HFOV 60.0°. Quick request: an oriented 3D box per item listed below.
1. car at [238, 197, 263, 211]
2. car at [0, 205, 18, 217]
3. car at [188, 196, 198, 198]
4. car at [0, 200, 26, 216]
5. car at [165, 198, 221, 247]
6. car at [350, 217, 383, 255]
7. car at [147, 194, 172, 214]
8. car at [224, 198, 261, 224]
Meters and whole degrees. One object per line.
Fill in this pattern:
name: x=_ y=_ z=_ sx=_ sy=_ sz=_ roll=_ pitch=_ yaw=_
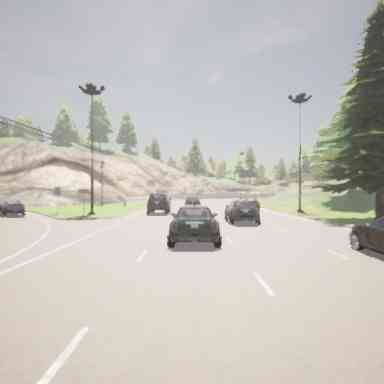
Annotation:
car: x=7.096 y=1.466 z=40.943 sx=2.128 sy=1.511 sz=4.902 roll=0 pitch=0 yaw=0
car: x=-3.399 y=1.220 z=1.599 sx=2.150 sy=2.045 sz=5.566 roll=0 pitch=0 yaw=0
car: x=0.097 y=1.324 z=44.480 sx=2.097 sy=1.767 sz=4.553 roll=0 pitch=0 yaw=0
car: x=-17.192 y=1.471 z=31.570 sx=2.128 sy=1.511 sz=4.902 roll=0 pitch=0 yaw=-38
car: x=0.100 y=1.342 z=15.015 sx=2.097 sy=1.767 sz=4.553 roll=0 pitch=0 yaw=0
car: x=7.100 y=1.471 z=10.989 sx=1.882 sy=1.535 sz=5.008 roll=0 pitch=0 yaw=0
car: x=-3.403 y=1.199 z=34.963 sx=2.150 sy=2.045 sz=5.566 roll=0 pitch=0 yaw=0
car: x=3.599 y=1.337 z=24.428 sx=2.097 sy=1.767 sz=4.553 roll=0 pitch=0 yaw=0
